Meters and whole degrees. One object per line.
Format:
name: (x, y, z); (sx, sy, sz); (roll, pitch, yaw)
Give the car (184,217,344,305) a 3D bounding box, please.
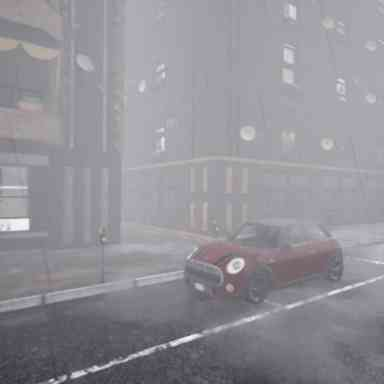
car: (1.787, 1.412, 7.978); (4.097, 1.590, 1.967); (0, 1, -35)
